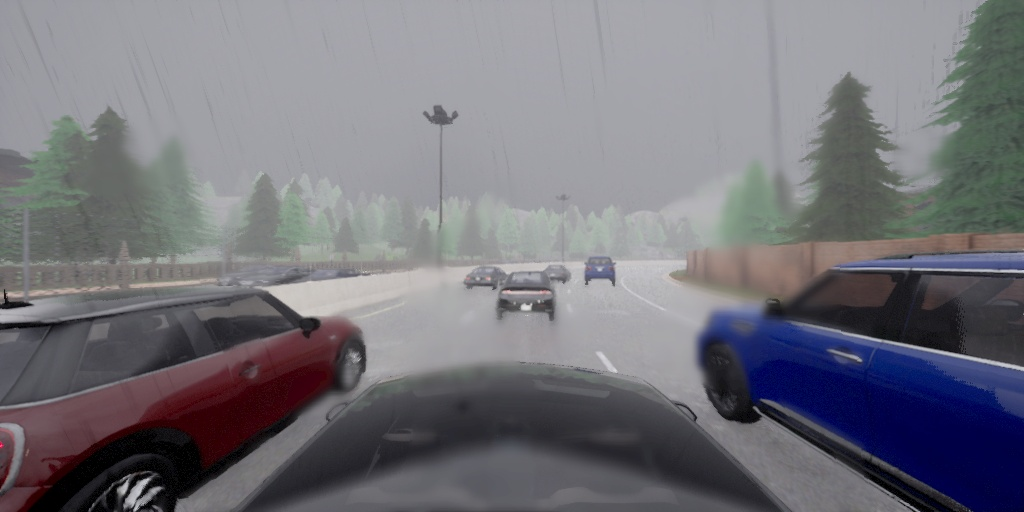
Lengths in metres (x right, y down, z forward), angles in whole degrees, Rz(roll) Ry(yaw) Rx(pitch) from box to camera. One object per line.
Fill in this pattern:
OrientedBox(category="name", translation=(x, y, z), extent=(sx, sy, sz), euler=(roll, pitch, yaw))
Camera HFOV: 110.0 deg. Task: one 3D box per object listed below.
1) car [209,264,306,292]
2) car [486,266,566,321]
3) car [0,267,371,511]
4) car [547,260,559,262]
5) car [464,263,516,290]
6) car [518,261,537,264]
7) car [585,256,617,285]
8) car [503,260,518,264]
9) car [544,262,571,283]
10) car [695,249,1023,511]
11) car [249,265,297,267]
OrientedBox(category="car", translation=(-15.866, 1.303, 22.763), extent=(2.128, 1.511, 4.902), euler=(0, 0, 10))
OrientedBox(category="car", translation=(0.619, 1.273, 12.643), extent=(2.128, 1.511, 4.902), euler=(0, 0, 5))
OrientedBox(category="car", translation=(-3.356, 1.108, 3.815), extent=(2.097, 1.767, 4.553), euler=(0, 0, 1))
OrientedBox(category="car", translation=(6.628, 1.420, 60.940), extent=(1.837, 1.490, 4.892), euler=(0, 0, 33))
OrientedBox(category="car", translation=(-1.458, 1.358, 22.974), extent=(2.033, 1.411, 5.357), euler=(0, 0, 12))
OrientedBox(category="car", translation=(3.376, 1.485, 62.356), extent=(1.994, 1.385, 4.181), euler=(0, 0, 33))
OrientedBox(category="car", translation=(6.720, 1.043, 27.235), extent=(2.150, 2.045, 5.566), euler=(0, 0, 15))
OrientedBox(category="car", translation=(-0.613, 1.470, 62.660), extent=(2.033, 1.411, 5.357), euler=(0, 0, 32))
OrientedBox(category="car", translation=(3.617, 1.391, 28.897), extent=(1.994, 1.385, 4.181), euler=(0, 0, 15))
OrientedBox(category="car", translation=(3.608, 0.975, 2.649), extent=(2.150, 2.045, 5.566), euler=(0, 0, 1))
OrientedBox(category="car", translation=(-12.770, 1.294, 20.143), extent=(2.128, 1.511, 4.902), euler=(0, 0, 9))
